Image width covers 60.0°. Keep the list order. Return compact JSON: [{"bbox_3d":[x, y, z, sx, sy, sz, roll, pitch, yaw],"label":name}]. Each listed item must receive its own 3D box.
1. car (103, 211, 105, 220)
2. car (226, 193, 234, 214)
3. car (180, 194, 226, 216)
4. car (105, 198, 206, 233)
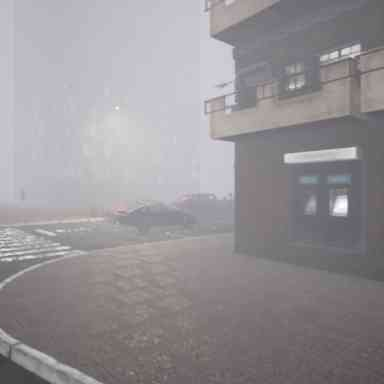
[{"bbox_3d":[-4.243,1.237,23.737,4.097,1.590,1.967,-1,1,-41],"label":"car"},{"bbox_3d":[4.333,1.023,31.083,5.009,1.841,2.192,-1,1,-41],"label":"car"},{"bbox_3d":[0.045,1.068,27.409,5.009,1.841,2.192,-1,1,-41],"label":"car"},{"bbox_3d":[-1.897,1.310,18.264,4.902,1.511,2.128,-1,0,-41],"label":"car"}]
